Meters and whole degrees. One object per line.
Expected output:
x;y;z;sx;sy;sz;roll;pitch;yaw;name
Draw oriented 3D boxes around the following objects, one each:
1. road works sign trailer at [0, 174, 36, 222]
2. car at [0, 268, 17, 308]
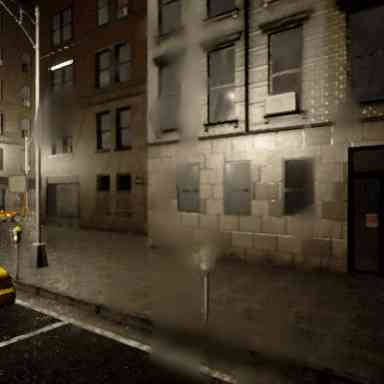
-13.012;0.448;25.266;2.380;3.560;2.880;0;0;35;road works sign trailer
-5.371;1.547;6.637;4.829;1.417;1.752;0;0;35;car
